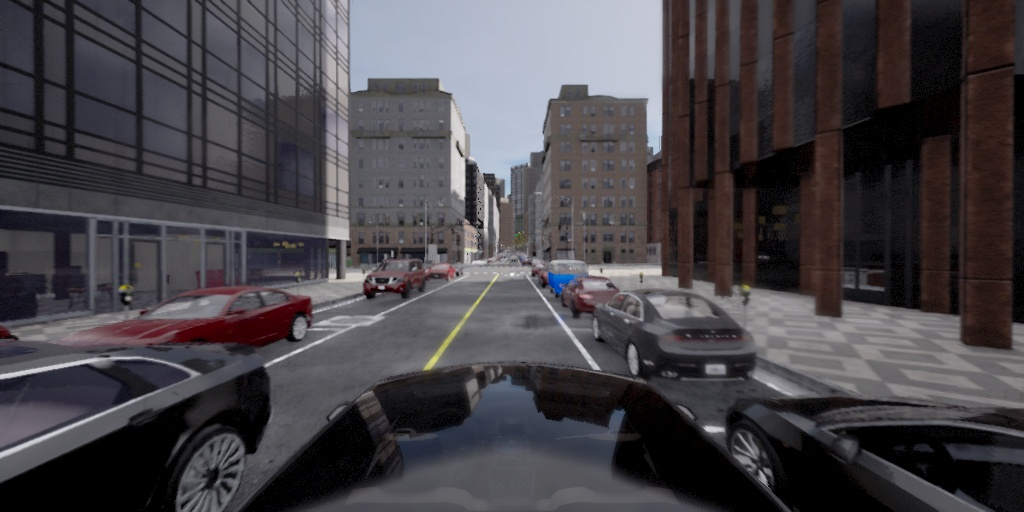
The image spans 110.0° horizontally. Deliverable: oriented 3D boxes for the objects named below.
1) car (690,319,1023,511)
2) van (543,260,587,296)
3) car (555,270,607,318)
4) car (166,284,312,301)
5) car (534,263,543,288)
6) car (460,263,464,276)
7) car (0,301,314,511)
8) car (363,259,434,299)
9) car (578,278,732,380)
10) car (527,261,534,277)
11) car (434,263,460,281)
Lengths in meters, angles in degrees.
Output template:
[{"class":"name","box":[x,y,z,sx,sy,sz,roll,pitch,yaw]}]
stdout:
[{"class":"car","box":[2.762,1.315,1.398,1.948,1.339,4.313,0,0,0]},{"class":"van","box":[2.765,1.097,18.332,1.690,1.789,3.998,0,0,0]},{"class":"car","box":[2.764,1.338,12.687,1.802,1.307,4.207,0,0,0]},{"class":"car","box":[-5.763,1.299,7.048,1.888,1.381,4.507,0,0,0]},{"class":"car","box":[2.766,1.196,23.977,1.967,1.591,4.097,0,0,0]},{"class":"car","box":[-5.758,1.318,35.269,1.948,1.339,4.313,0,0,0]},{"class":"car","box":[-3.101,1.241,1.255,2.128,1.511,4.902,0,0,0]},{"class":"car","box":[-5.761,1.072,18.337,2.192,1.841,5.009,0,0,0]},{"class":"car","box":[2.763,1.304,7.042,2.007,1.370,4.403,0,0,0]},{"class":"car","box":[2.768,1.334,35.266,1.802,1.307,4.207,0,0,0]},{"class":"car","box":[-5.759,1.300,29.625,1.888,1.381,4.507,0,0,0]}]
